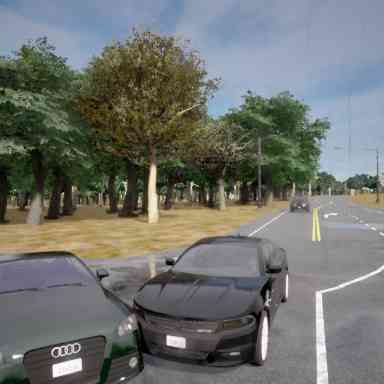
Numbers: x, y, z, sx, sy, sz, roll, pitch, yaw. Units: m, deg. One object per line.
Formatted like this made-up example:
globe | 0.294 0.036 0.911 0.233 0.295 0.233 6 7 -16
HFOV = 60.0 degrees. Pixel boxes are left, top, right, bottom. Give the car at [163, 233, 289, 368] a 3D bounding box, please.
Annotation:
car | 0.706 1.614 6.337 1.882 1.535 5.008 -1 -2 21

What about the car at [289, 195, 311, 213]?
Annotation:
car | 13.200 1.446 40.575 2.150 2.045 5.566 -1 0 20

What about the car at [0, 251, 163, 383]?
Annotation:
car | -2.335 1.644 5.028 1.994 1.385 4.181 2 -2 -33
